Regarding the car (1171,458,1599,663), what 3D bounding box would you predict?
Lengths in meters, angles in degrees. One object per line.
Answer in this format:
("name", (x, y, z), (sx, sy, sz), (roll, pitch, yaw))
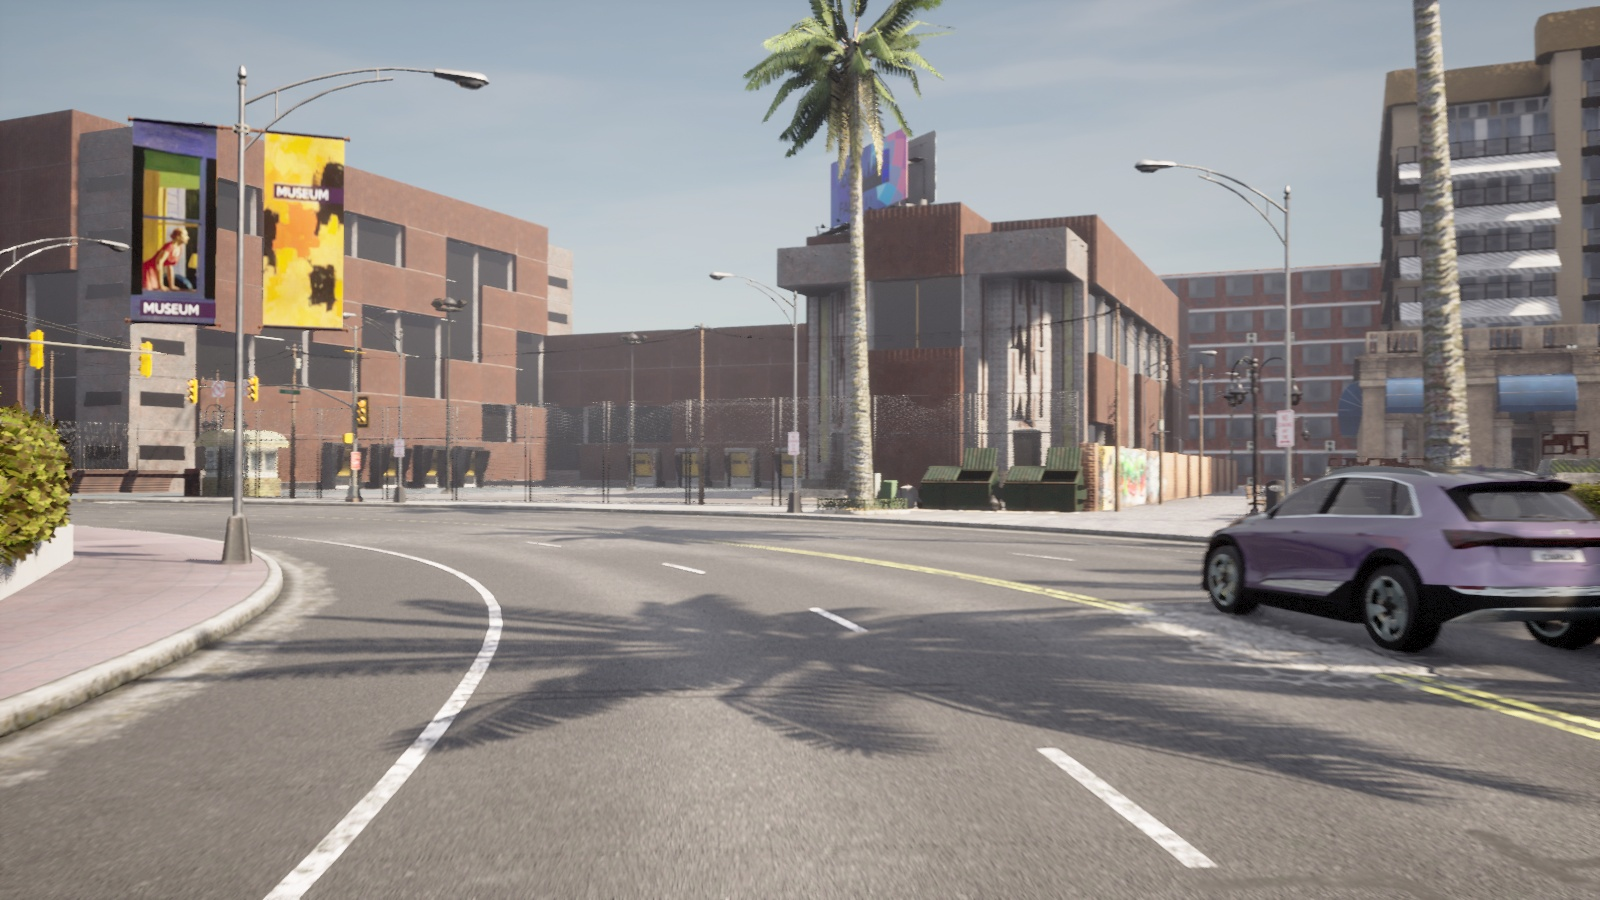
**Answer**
("car", (5.808, 0.929, 12.667), (2.033, 1.649, 4.856), (0, -1, -9))
